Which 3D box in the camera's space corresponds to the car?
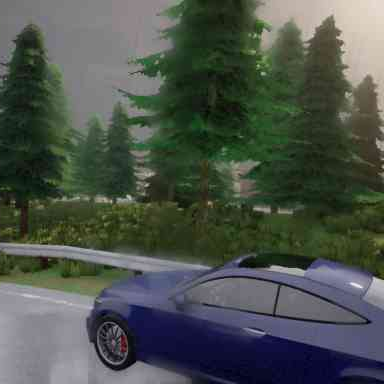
[{"bbox_3d":[0.804,1.499,4.066,4.674,1.442,1.812,1,1,31],"label":"car"}]
